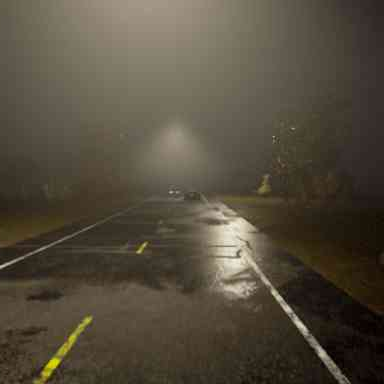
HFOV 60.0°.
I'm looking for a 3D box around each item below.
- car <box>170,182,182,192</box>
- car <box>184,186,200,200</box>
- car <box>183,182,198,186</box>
[{"bbox_3d":[-3.690,-0.782,70.734,2.033,1.411,5.357,0,2,0],"label":"car"},{"bbox_3d":[0.013,0.248,42.300,1.994,1.385,4.181,0,2,0],"label":"car"},{"bbox_3d":[-0.037,-0.784,61.755,2.150,2.045,5.566,0,2,0],"label":"car"}]
